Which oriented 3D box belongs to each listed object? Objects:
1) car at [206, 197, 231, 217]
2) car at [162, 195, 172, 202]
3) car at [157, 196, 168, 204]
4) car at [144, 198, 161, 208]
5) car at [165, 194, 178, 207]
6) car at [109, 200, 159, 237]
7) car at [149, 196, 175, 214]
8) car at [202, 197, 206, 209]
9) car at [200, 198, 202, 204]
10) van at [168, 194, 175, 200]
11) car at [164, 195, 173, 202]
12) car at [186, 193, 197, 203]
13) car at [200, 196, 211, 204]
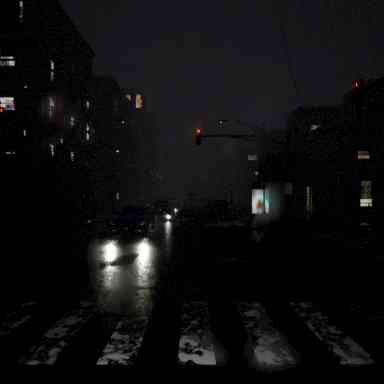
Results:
[{"bbox_3d":[2.627,1.446,31.832,1.967,1.590,4.097,0,0,0],"label":"car"},{"bbox_3d":[-5.837,1.497,77.377,1.967,1.590,4.097,0,0,0],"label":"car"},{"bbox_3d":[-5.814,1.565,65.815,1.752,1.417,4.829,0,0,0],"label":"car"},{"bbox_3d":[-5.784,1.571,48.895,2.008,1.369,4.403,0,0,0],"label":"car"},{"bbox_3d":[-3.181,1.500,50.886,1.882,1.535,5.008,0,0,0],"label":"car"},{"bbox_3d":[-3.130,1.444,18.195,1.882,1.535,5.008,0,0,0],"label":"car"},{"bbox_3d":[-3.163,1.514,35.123,1.837,1.490,4.892,0,0,0],"label":"car"},{"bbox_3d":[2.607,1.597,43.225,1.802,1.307,4.206,0,0,0],"label":"car"},{"bbox_3d":[2.597,1.571,48.923,2.008,1.369,4.403,0,0,0],"label":"car"},{"bbox_3d":[-5.868,1.430,94.468,1.690,1.788,3.998,-1,0,0],"label":"van"},{"bbox_3d":[-5.846,1.592,82.904,1.752,1.417,4.829,-1,0,0],"label":"car"},{"bbox_3d":[-0.037,1.269,70.640,2.150,2.045,5.566,0,0,0],"label":"car"},{"bbox_3d":[2.566,1.591,66.012,2.008,1.369,4.403,-1,0,0],"label":"car"}]
